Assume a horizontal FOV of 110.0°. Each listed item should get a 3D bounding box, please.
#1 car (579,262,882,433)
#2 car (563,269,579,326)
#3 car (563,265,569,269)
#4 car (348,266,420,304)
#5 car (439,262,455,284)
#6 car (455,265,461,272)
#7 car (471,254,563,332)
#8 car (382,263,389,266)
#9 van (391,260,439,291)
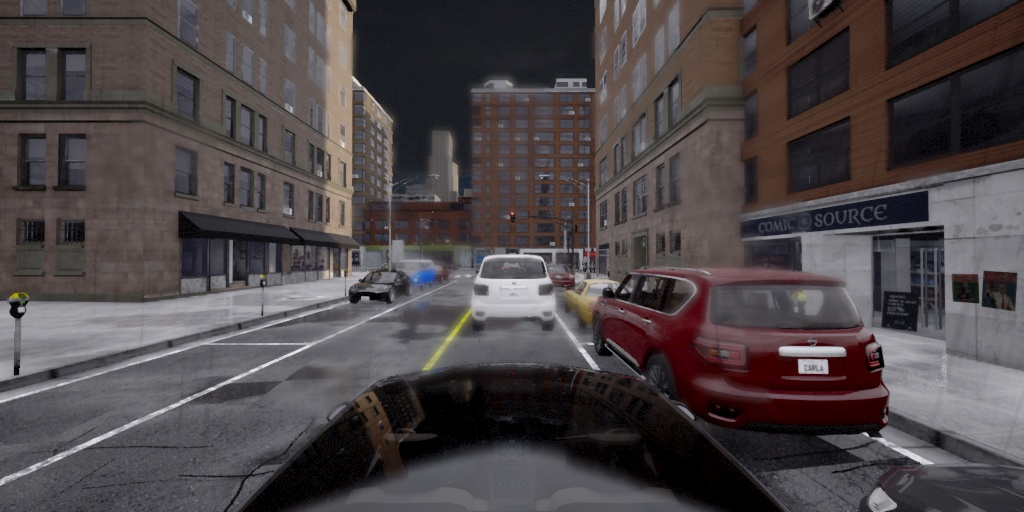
[{"bbox_3d":[2.664,1.067,5.574,2.192,1.841,5.009,0,0,0],"label":"car"},{"bbox_3d":[2.656,1.283,11.227,1.751,1.417,4.829,0,0,0],"label":"car"},{"bbox_3d":[2.640,1.212,22.022,1.967,1.591,4.097,0,0,0],"label":"car"},{"bbox_3d":[-5.878,1.330,16.529,1.948,1.339,4.313,0,0,0],"label":"car"},{"bbox_3d":[-5.894,1.325,27.493,1.888,1.381,4.507,0,0,0],"label":"car"},{"bbox_3d":[-8.567,1.324,43.589,4.718,1.301,1.895,0,-1,0],"label":"car"},{"bbox_3d":[0.018,0.980,11.096,2.150,2.045,5.566,0,0,-1],"label":"car"},{"bbox_3d":[-12.374,1.221,40.080,4.181,1.385,1.994,0,-1,5],"label":"car"},{"bbox_3d":[-5.886,1.113,22.011,1.690,1.789,3.998,0,0,0],"label":"van"}]
